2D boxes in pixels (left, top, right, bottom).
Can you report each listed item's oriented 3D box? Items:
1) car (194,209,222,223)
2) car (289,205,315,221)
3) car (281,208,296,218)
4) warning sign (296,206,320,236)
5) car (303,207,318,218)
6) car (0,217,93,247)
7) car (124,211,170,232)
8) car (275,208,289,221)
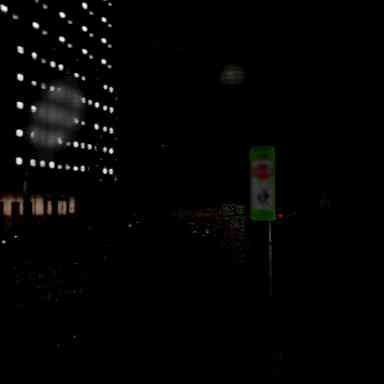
[{"bbox_3d":[1.916,2.756,39.061,1.882,1.535,5.008,-1,-2,25],"label":"car"},{"bbox_3d":[14.106,2.608,41.768,2.150,2.045,5.566,-1,-2,25],"label":"car"},{"bbox_3d":[15.280,3.263,52.546,1.812,1.442,4.674,-1,-2,23],"label":"car"},{"bbox_3d":[7.424,1.819,21.311,1.300,1.860,1.060,0,-2,26],"label":"warning sign"},{"bbox_3d":[18.274,3.177,51.284,1.882,1.535,5.008,-1,-2,23],"label":"car"},{"bbox_3d":[-8.010,2.133,18.637,2.033,1.411,5.357,-1,-2,26],"label":"car"},{"bbox_3d":[-3.662,2.381,27.564,2.128,1.511,4.902,-1,-2,26],"label":"car"},{"bbox_3d":[11.490,3.052,43.841,1.895,1.301,4.718,-1,-2,25],"label":"car"}]
